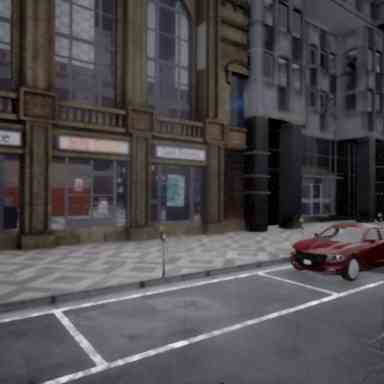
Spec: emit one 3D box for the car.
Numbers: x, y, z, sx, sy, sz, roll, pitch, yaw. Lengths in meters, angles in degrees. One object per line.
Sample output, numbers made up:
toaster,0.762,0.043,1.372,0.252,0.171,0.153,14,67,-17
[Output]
car,4.897,1.637,10.142,4.507,1.381,1.887,1,-1,-35
